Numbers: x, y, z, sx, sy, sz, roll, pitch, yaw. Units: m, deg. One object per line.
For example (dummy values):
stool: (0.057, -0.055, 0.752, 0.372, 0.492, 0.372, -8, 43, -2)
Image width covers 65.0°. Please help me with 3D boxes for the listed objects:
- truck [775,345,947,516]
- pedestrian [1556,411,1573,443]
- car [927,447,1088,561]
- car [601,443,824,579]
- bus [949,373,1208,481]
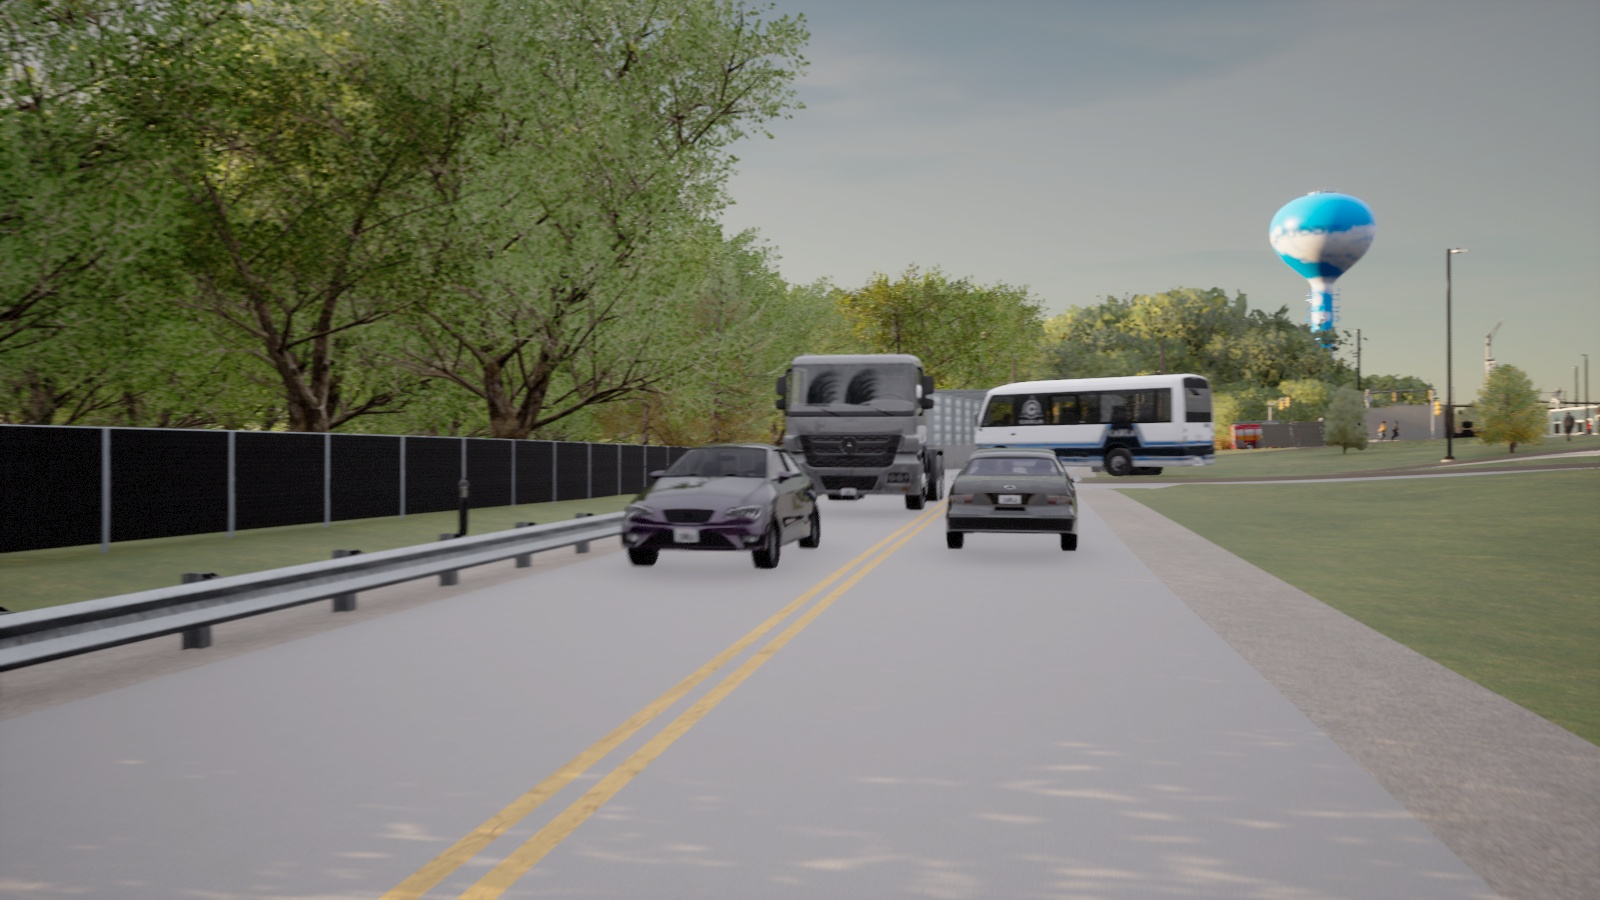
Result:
truck: (1.684, -0.429, 29.558, 2.891, 3.462, 7.936, 0, 0, 11)
pedestrian: (47.302, -1.403, 77.714, 0.659, 1.952, 0.873, 0, -1, 12)
car: (3.148, 0.676, 18.750, 2.033, 1.411, 5.357, 0, 0, 11)
car: (-0.945, 0.651, 15.943, 1.816, 1.474, 4.193, 0, 0, 11)
bus: (11.858, -0.885, 54.306, 10.273, 4.253, 3.944, 0, 0, 41)
